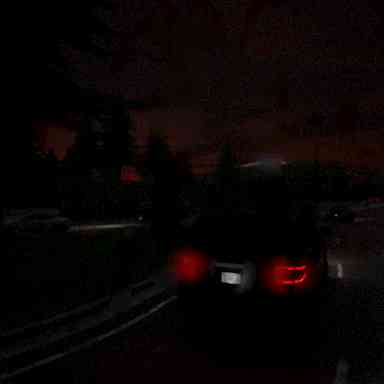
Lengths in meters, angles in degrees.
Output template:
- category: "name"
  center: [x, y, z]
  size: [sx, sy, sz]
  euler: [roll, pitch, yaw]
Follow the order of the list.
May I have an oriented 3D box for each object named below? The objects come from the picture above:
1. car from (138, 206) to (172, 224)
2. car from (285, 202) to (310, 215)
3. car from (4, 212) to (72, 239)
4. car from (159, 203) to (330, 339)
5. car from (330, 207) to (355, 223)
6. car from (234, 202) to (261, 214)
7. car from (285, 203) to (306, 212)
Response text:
- category: "car"
  center: [-2.673, 2.088, 30.849]
  size: [4.902, 1.511, 2.128]
  euler: [1, -1, -41]
- category: "car"
  center: [14.760, 2.251, 46.410]
  size: [1.882, 1.535, 5.008]
  euler: [-1, -1, 36]
- category: "car"
  center: [-9.868, 1.977, 20.593]
  size: [4.674, 1.442, 1.812]
  euler: [1, -2, -38]
- category: "car"
  center: [1.653, 1.350, 7.162]
  size: [2.150, 2.045, 5.566]
  euler: [0, -1, 24]
- category: "car"
  center: [13.851, 2.057, 31.011]
  size: [1.994, 1.385, 4.181]
  euler: [-1, -1, 34]
- category: "car"
  center: [8.300, 2.349, 49.436]
  size: [1.882, 1.535, 5.008]
  euler: [-1, -1, 36]
- category: "car"
  center: [17.508, 2.535, 56.029]
  size: [1.895, 1.301, 4.718]
  euler: [-1, -1, 37]
